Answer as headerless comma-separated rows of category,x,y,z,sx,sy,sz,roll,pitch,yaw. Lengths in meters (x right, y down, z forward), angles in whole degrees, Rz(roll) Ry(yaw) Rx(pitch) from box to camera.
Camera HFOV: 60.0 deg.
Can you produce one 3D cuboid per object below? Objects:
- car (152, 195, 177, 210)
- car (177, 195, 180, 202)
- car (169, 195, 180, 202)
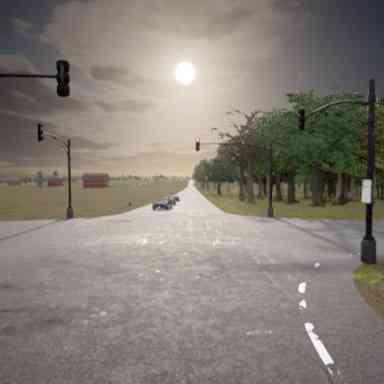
car,-3.490,1.358,40.552,2.033,1.411,5.357,0,0,5
car,-3.492,1.216,51.403,2.128,1.511,4.902,0,1,0
car,-3.409,1.199,64.853,1.895,1.301,4.718,0,1,1
